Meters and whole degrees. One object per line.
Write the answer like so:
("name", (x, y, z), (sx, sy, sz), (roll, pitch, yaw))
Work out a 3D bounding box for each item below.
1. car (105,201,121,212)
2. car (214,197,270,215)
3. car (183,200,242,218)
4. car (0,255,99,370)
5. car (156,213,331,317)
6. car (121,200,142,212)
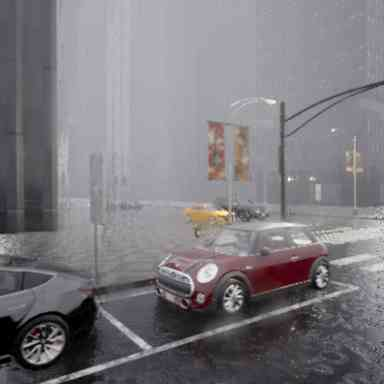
("car", (-11.458, 1.910, 43.612), (1.994, 1.385, 4.181), (0, 0, -35))
("car", (3.884, 1.409, 27.779), (2.150, 2.045, 5.566), (0, 0, -36))
("car", (1.281, 1.687, 25.834), (1.882, 1.535, 5.008), (0, 0, -36))
("car", (-3.364, 1.565, 4.141), (4.313, 1.339, 1.947), (0, -1, -35))
("car", (1.213, 1.450, 7.408), (4.097, 1.590, 1.967), (0, -1, -35))
("car", (-8.560, 1.798, 45.141), (1.882, 1.535, 5.008), (-1, 0, -35))
